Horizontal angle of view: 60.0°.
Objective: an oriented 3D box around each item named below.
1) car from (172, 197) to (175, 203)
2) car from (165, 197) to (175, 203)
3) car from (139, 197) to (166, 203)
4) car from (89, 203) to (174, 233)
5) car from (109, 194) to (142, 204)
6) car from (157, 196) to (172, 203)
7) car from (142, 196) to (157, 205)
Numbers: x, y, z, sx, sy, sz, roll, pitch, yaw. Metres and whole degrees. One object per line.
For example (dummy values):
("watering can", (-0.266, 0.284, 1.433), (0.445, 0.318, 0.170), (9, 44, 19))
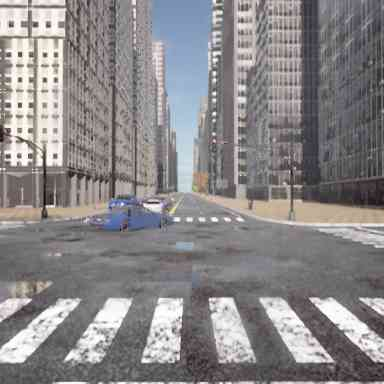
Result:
("car", (-4.283, 1.527, 54.090), (2.033, 1.411, 5.357), (0, 0, -2))
("car", (-4.472, 1.629, 69.314), (1.895, 1.301, 4.718), (0, 0, -1))
("car", (-3.892, 1.517, 33.487), (1.812, 1.442, 4.674), (0, 0, -2))
("car", (-3.536, 1.604, 20.246), (2.033, 1.411, 5.357), (-1, -1, 40))
("car", (-7.170, 1.211, 35.166), (2.150, 2.045, 5.566), (0, 0, 2))
("car", (-4.069, 1.339, 42.400), (2.097, 1.767, 4.553), (0, 0, -1))
("car", (-7.617, 1.520, 60.257), (2.033, 1.411, 5.357), (0, 0, -1))
